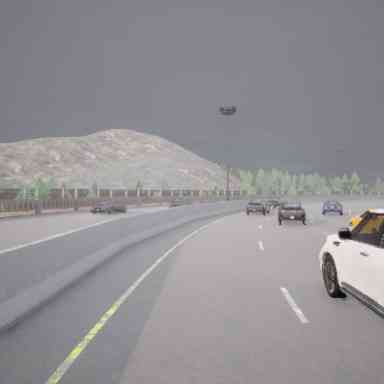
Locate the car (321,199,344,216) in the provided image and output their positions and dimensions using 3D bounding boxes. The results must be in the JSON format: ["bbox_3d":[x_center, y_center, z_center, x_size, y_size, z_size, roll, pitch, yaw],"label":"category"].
[{"bbox_3d":[14.612,1.546,34.461,2.033,1.411,5.357,0,0,24],"label":"car"}]

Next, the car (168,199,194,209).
[{"bbox_3d":[-1.348,1.563,41.914,1.994,1.385,4.181,0,0,25],"label":"car"}]

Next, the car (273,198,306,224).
[{"bbox_3d":[7.375,1.492,24.674,2.128,1.511,4.902,0,0,15],"label":"car"}]

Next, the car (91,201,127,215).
[{"bbox_3d":[-8.346,1.563,33.579,1.994,1.385,4.181,0,0,19],"label":"car"}]

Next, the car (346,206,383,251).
[{"bbox_3d":[8.603,1.477,14.826,1.882,1.535,5.008,0,0,9],"label":"car"}]

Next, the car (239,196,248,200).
[{"bbox_3d":[11.294,1.548,68.726,1.994,1.385,4.181,0,0,39],"label":"car"}]

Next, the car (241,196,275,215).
[{"bbox_3d":[6.711,1.490,33.523,2.128,1.511,4.902,0,0,21],"label":"car"}]

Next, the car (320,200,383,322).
[{"bbox_3d":[3.843,1.220,5.243,2.150,2.045,5.566,0,0,4],"label":"car"}]

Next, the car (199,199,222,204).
[{"bbox_3d":[2.441,1.546,41.961,2.033,1.411,5.357,0,0,25],"label":"car"}]
